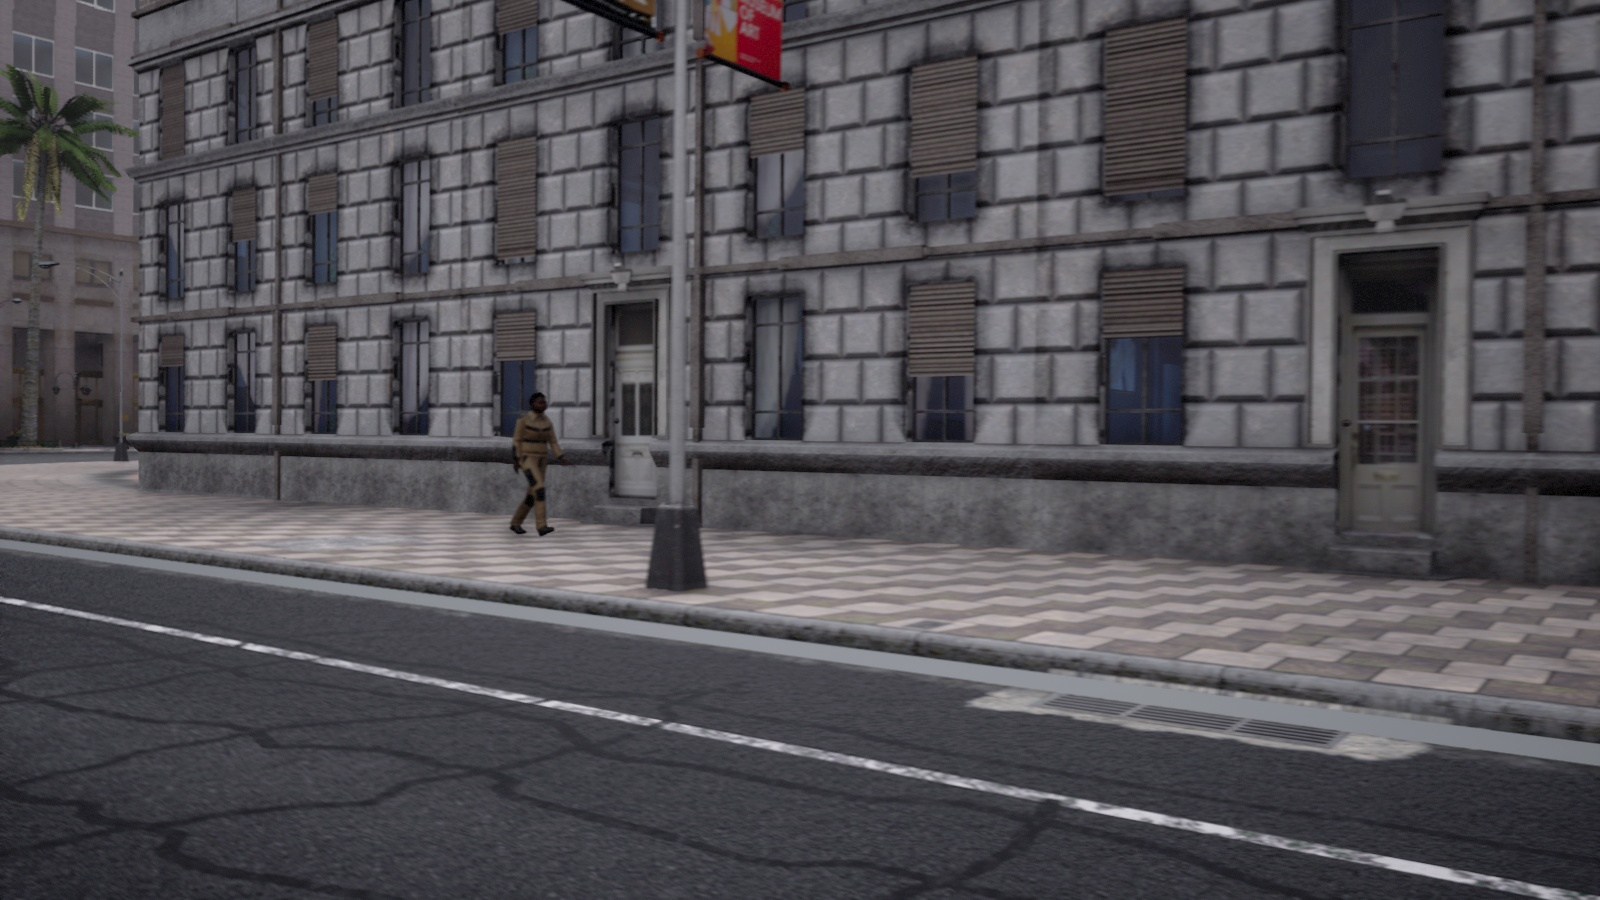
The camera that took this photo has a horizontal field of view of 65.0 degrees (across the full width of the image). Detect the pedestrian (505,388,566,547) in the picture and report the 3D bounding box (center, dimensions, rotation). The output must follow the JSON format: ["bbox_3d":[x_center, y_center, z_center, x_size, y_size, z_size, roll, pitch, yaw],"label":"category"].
[{"bbox_3d":[-3.291,0.209,15.624,0.692,1.930,0.396,0,1,42],"label":"pedestrian"}]
